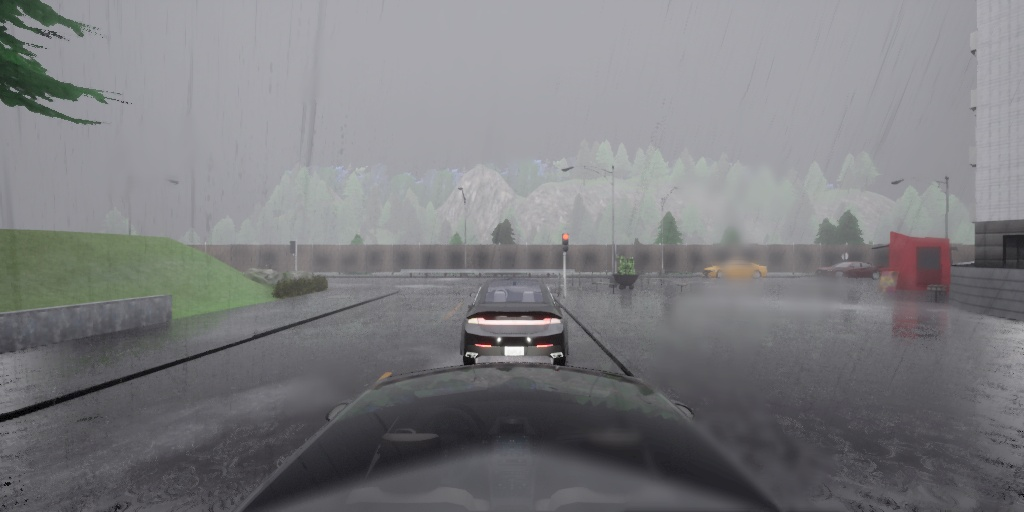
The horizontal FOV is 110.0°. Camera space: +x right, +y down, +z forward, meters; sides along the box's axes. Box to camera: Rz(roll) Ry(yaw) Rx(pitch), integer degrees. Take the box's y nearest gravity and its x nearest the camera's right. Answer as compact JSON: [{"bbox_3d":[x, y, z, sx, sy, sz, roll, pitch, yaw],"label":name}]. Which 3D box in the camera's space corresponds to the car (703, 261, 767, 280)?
[{"bbox_3d":[19.346,1.228,31.208,5.008,1.535,1.882,0,0,0],"label":"car"}]

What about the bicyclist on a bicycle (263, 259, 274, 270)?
[{"bbox_3d":[-24.032,1.099,35.380,0.582,1.620,1.656,0,0,0],"label":"bicyclist on a bicycle"}]

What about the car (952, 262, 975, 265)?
[{"bbox_3d":[39.795,1.255,31.194,4.892,1.490,1.837,0,0,0],"label":"car"}]

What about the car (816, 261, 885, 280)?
[{"bbox_3d":[29.394,1.228,31.211,5.008,1.535,1.882,0,0,0],"label":"car"}]

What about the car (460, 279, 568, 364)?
[{"bbox_3d":[0.052,1.241,7.907,2.128,1.511,4.902,0,0,0],"label":"car"}]
